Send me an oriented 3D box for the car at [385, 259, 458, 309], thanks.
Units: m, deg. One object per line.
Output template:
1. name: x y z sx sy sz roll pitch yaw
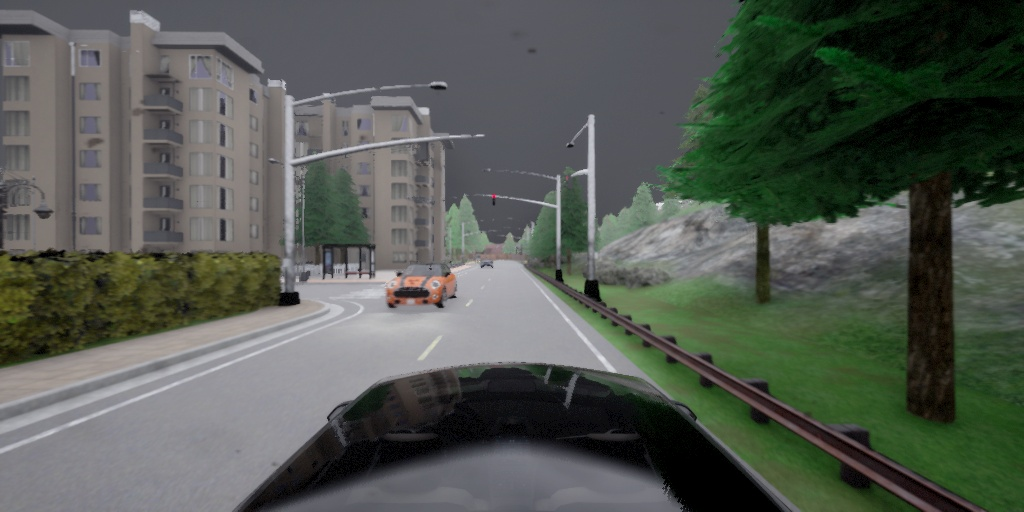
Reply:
1. car: -3.553 1.032 14.830 2.097 1.767 4.553 0 0 0

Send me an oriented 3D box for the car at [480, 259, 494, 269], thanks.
1. car: -3.693 1.105 53.559 2.033 1.411 5.357 0 0 0
